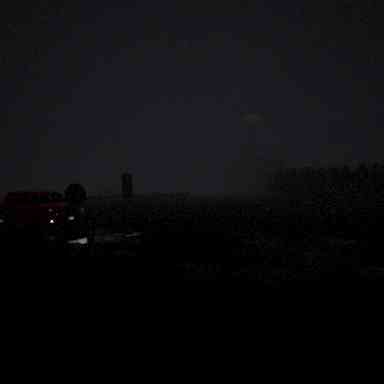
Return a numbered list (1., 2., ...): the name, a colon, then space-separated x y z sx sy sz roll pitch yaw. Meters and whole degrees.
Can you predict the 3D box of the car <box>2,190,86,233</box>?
1. car: -8.208 0.947 18.135 5.566 2.045 2.150 0 2 36
